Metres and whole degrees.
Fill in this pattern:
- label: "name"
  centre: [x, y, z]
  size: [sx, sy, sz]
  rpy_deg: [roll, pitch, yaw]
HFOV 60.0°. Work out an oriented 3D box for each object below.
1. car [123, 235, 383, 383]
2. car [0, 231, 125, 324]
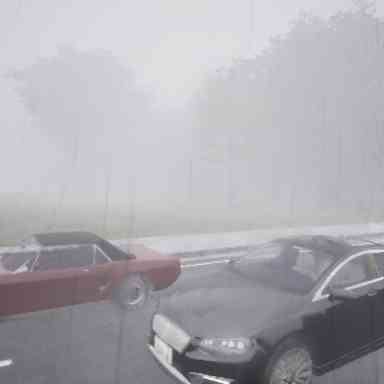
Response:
- label: "car"
  centre: [1.765, 1.443, 4.843]
  size: [4.902, 1.511, 2.128]
  rpy_deg: [1, 1, -33]
- label: "car"
  centre: [-2.642, 1.415, 5.890]
  size: [4.718, 1.301, 1.895]
  rpy_deg: [1, 1, -33]
